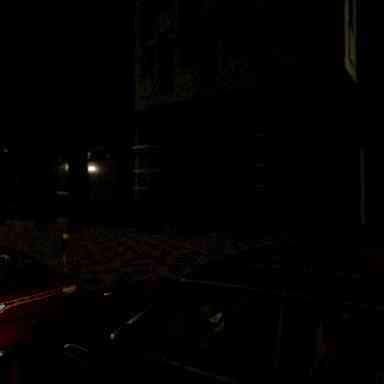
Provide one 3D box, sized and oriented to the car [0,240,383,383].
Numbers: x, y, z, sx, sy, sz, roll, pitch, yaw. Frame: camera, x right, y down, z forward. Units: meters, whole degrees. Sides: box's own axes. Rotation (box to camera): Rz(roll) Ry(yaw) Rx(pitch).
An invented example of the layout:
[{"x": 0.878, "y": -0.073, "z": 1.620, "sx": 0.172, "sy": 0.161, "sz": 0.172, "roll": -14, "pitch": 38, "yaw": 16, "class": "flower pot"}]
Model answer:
[{"x": 0.757, "y": 1.321, "z": 2.421, "sx": 5.009, "sy": 1.841, "sz": 2.192, "roll": -1, "pitch": 0, "yaw": 35, "class": "car"}]
